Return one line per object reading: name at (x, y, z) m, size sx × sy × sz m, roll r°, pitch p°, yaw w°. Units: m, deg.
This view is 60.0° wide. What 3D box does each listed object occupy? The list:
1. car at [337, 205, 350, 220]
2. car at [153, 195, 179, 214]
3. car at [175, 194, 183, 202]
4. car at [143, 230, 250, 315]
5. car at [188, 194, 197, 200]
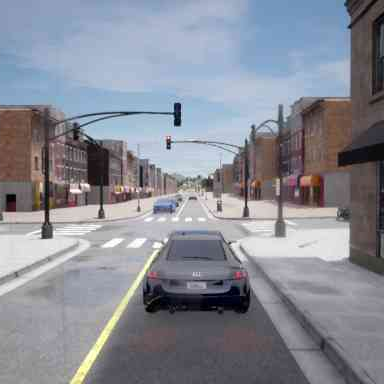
car at (12.201, 1.072, 21.910) m, size 5.008 × 1.535 × 1.882 m, roll -2°, pitch 1°, yaw 0°
car at (-2.780, 1.357, 34.083) m, size 1.882 × 1.535 × 5.008 m, roll 0°, pitch 0°, yaw 2°
car at (-2.760, 1.297, 46.105) m, size 2.128 × 1.511 × 4.902 m, roll 0°, pitch 0°, yaw 0°
car at (0.102, 1.556, 7.653) m, size 1.994 × 1.385 × 4.181 m, roll 0°, pitch 0°, yaw 1°
car at (0.152, 1.197, 74.192) m, size 1.895 × 1.301 × 4.718 m, roll 0°, pitch 0°, yaw 0°
